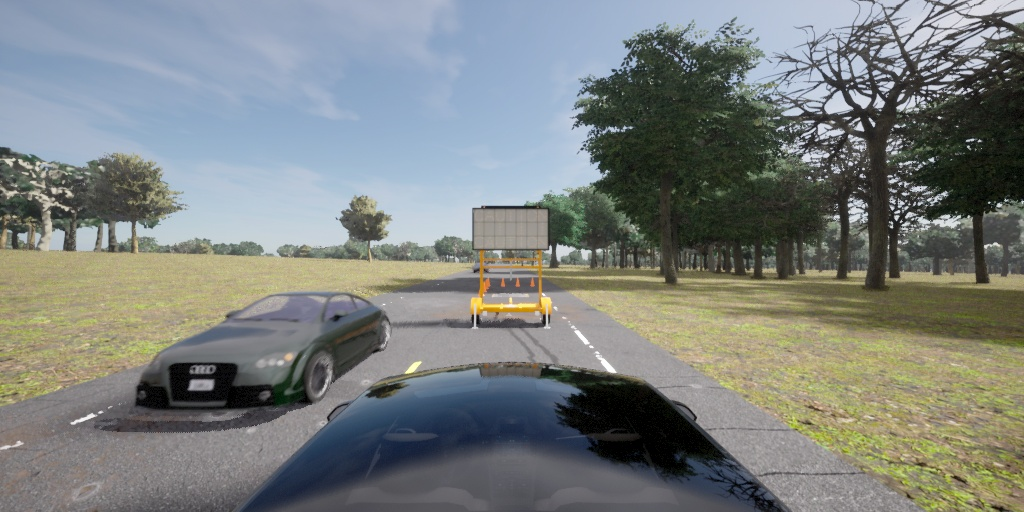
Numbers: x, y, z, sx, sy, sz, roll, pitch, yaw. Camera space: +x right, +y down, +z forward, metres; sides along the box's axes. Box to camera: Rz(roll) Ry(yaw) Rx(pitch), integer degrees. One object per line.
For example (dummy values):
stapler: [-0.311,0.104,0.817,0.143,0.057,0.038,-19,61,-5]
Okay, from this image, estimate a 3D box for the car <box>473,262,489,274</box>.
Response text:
car: [-3.870,1.486,45.415,2.033,1.411,5.357,0,0,-1]

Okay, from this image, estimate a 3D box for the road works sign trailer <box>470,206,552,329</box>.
road works sign trailer: [-0.036,0.226,11.298,2.380,3.560,2.880,0,0,0]

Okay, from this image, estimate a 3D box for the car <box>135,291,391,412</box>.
car: [-3.619,1.317,6.164,1.994,1.385,4.181,0,0,0]
